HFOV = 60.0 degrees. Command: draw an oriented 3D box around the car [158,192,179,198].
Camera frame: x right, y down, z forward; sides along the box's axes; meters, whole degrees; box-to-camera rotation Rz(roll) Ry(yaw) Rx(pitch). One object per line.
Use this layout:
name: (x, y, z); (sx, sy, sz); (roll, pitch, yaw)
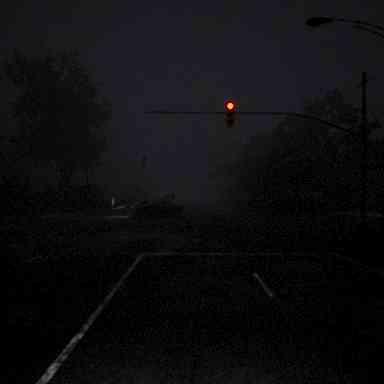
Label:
car: (-3.797, 1.166, 54.556); (2.150, 2.045, 5.566); (0, 0, 0)

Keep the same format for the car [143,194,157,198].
car: (-7.287, 1.494, 53.514); (2.033, 1.411, 5.357); (0, 0, 0)

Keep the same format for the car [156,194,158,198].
car: (-7.494, 1.229, 69.023); (2.097, 1.767, 4.553); (0, 0, -2)

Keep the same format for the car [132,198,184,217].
car: (-3.077, 1.505, 30.237); (4.674, 1.442, 1.812); (0, 0, -3)
